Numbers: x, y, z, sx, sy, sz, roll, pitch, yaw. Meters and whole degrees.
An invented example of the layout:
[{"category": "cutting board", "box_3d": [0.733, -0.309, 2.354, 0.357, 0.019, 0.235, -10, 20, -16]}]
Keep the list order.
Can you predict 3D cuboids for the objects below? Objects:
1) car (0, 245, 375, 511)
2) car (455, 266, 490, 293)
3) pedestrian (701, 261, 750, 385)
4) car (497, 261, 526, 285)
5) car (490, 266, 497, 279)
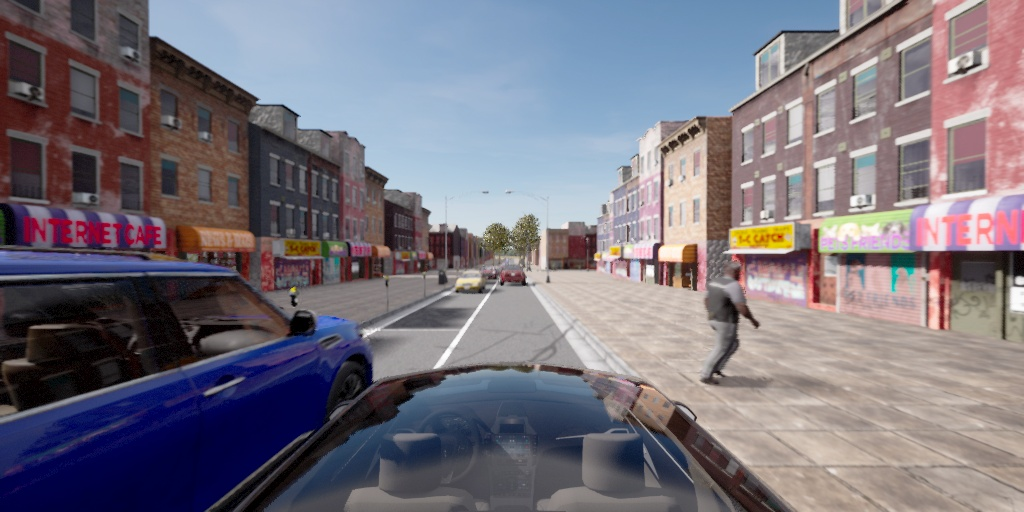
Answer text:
[{"category": "car", "box_3d": [-2.750, 0.979, 2.038, 2.150, 2.045, 5.566, 0, -1, 0]}, {"category": "car", "box_3d": [-2.642, 1.595, 23.524, 1.751, 1.417, 4.829, 0, 0, 0]}, {"category": "pedestrian", "box_3d": [3.130, 0.940, 5.270, 0.375, 1.860, 0.375, 1, 1, 0]}, {"category": "car", "box_3d": [0.089, 1.541, 30.775, 2.097, 1.767, 4.553, 0, -1, 0]}, {"category": "car", "box_3d": [-2.645, 1.798, 40.032, 1.967, 1.591, 4.097, 0, 0, 0]}]
